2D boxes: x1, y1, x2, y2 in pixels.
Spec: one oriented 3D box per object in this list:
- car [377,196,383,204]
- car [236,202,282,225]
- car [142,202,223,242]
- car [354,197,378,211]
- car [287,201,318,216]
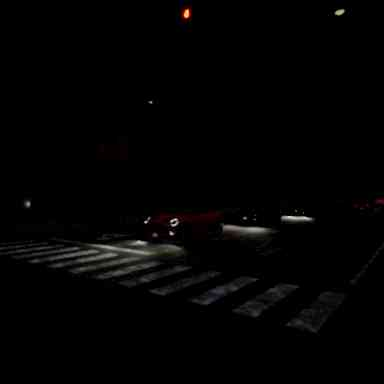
[{"bbox_3d":[32.722,1.446,57.347,2.097,1.767,4.553,0,0,35],"label":"car"},{"bbox_3d":[4.875,1.478,23.814,1.837,1.490,4.892,0,0,35],"label":"car"},{"bbox_3d":[-0.339,1.312,16.414,2.097,1.767,4.553,0,0,35],"label":"car"},{"bbox_3d":[21.620,1.644,41.591,1.895,1.301,4.718,0,0,35],"label":"car"},{"bbox_3d":[10.654,1.554,32.005,1.994,1.385,4.181,0,0,35],"label":"car"}]
